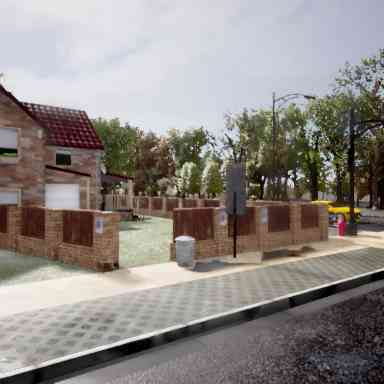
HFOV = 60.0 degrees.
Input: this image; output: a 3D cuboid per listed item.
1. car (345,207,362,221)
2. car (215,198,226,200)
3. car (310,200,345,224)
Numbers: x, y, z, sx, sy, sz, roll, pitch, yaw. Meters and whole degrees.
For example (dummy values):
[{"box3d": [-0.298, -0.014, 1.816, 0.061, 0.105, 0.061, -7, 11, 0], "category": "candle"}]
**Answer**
[{"box3d": [10.318, 1.423, 25.468, 1.882, 1.535, 5.008, 0, 0, -35], "category": "car"}, {"box3d": [3.464, 1.392, 35.092, 2.128, 1.511, 4.902, 0, 0, -35], "category": "car"}, {"box3d": [7.828, 1.469, 23.359, 1.812, 1.442, 4.674, 0, 0, -35], "category": "car"}]
